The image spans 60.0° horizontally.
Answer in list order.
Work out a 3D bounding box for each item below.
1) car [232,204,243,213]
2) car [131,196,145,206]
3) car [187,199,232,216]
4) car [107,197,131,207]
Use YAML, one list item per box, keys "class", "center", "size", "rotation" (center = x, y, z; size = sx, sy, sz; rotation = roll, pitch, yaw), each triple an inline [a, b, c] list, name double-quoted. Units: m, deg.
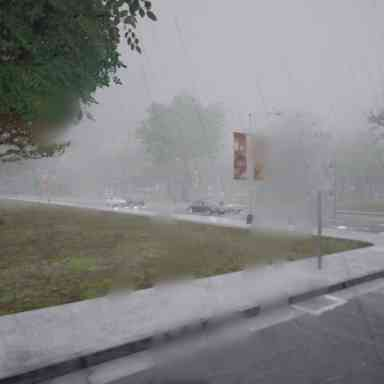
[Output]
- class: "car"
  center: [3.263, 1.589, 35.522]
  size: [1.895, 1.301, 4.718]
  rotation: [0, 0, -35]
- class: "car"
  center: [-9.199, 1.495, 53.161]
  size: [1.837, 1.490, 4.892]
  rotation: [0, 0, -35]
- class: "car"
  center: [1.361, 1.496, 32.592]
  size: [1.837, 1.490, 4.892]
  rotation: [0, 0, -35]
- class: "car"
  center: [-11.519, 1.508, 50.805]
  size: [1.812, 1.442, 4.674]
  rotation: [0, 0, -35]
